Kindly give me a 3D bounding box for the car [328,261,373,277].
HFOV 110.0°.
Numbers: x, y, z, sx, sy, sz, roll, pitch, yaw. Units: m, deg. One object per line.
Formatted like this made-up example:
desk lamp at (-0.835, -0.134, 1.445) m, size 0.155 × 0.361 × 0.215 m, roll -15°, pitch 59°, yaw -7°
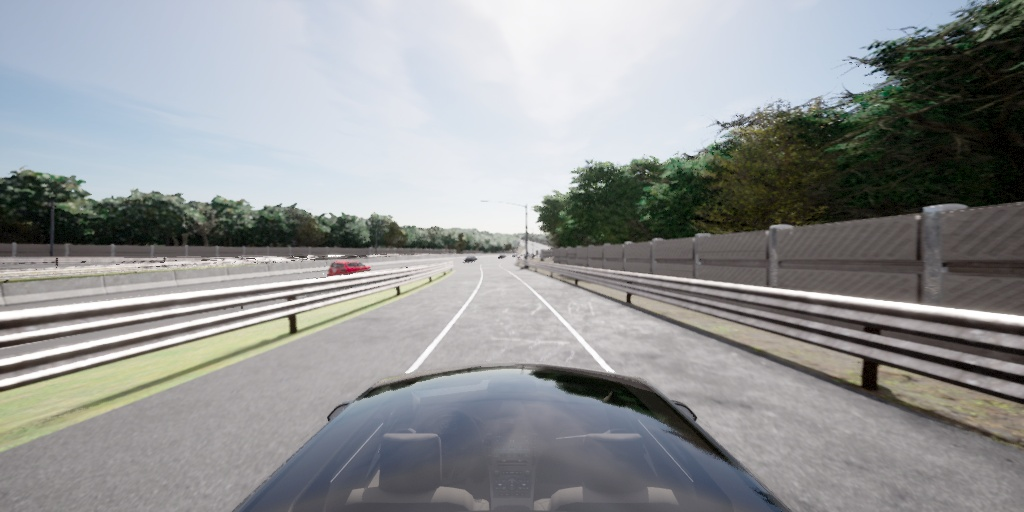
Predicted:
car at (-17.430, 1.539, 38.885) m, size 2.150 × 2.045 × 5.566 m, roll 1°, pitch 2°, yaw 11°
